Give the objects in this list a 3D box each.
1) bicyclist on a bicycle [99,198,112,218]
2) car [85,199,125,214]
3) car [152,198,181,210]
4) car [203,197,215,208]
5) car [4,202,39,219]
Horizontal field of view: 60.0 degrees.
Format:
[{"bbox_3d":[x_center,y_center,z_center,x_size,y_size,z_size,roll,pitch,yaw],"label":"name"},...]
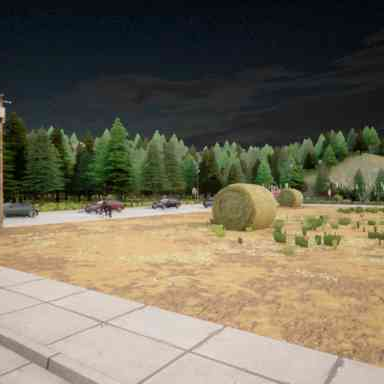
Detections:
[{"bbox_3d":[-7.049,1.327,27.042,1.656,1.620,0.582,0,0,36],"label":"bicyclist on a bicycle"},{"bbox_3d":[-9.468,1.552,36.347,1.812,1.442,4.674,0,0,36],"label":"car"},{"bbox_3d":[-3.386,1.552,44.573,1.812,1.442,4.674,0,0,37],"label":"car"},{"bbox_3d":[3.489,1.518,47.795,2.128,1.511,4.902,0,0,37],"label":"car"},{"bbox_3d":[-15.382,1.591,28.356,1.994,1.385,4.181,0,0,36],"label":"car"}]
